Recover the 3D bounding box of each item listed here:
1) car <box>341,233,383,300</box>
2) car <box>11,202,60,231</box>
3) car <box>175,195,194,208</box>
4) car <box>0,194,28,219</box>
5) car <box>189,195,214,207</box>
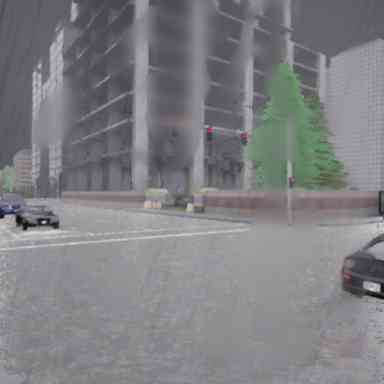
[{"bbox_3d":[5.169,1.577,7.434,4.674,1.442,1.812,0,0,-36],"label":"car"},{"bbox_3d":[-9.678,1.557,20.746,1.994,1.385,4.181,0,0,-36],"label":"car"},{"bbox_3d":[-0.985,1.318,49.127,1.905,1.878,3.866,0,0,-36],"label":"car"},{"bbox_3d":[-15.967,1.221,29.439,2.150,2.045,5.566,0,0,-36],"label":"car"},{"bbox_3d":[1.407,1.336,50.839,1.905,1.878,3.866,0,0,-36],"label":"car"}]
